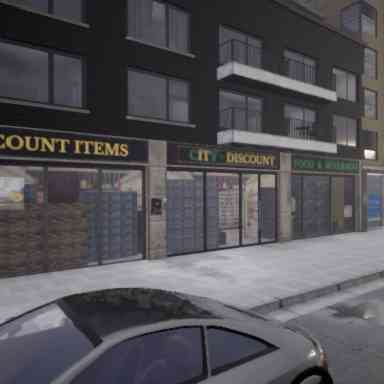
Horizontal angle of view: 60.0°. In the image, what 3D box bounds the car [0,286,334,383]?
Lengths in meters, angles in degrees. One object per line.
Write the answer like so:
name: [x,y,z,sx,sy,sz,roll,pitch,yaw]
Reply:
car: [-0.776,1.564,2.516,4.181,1.385,1.994,0,0,-35]
